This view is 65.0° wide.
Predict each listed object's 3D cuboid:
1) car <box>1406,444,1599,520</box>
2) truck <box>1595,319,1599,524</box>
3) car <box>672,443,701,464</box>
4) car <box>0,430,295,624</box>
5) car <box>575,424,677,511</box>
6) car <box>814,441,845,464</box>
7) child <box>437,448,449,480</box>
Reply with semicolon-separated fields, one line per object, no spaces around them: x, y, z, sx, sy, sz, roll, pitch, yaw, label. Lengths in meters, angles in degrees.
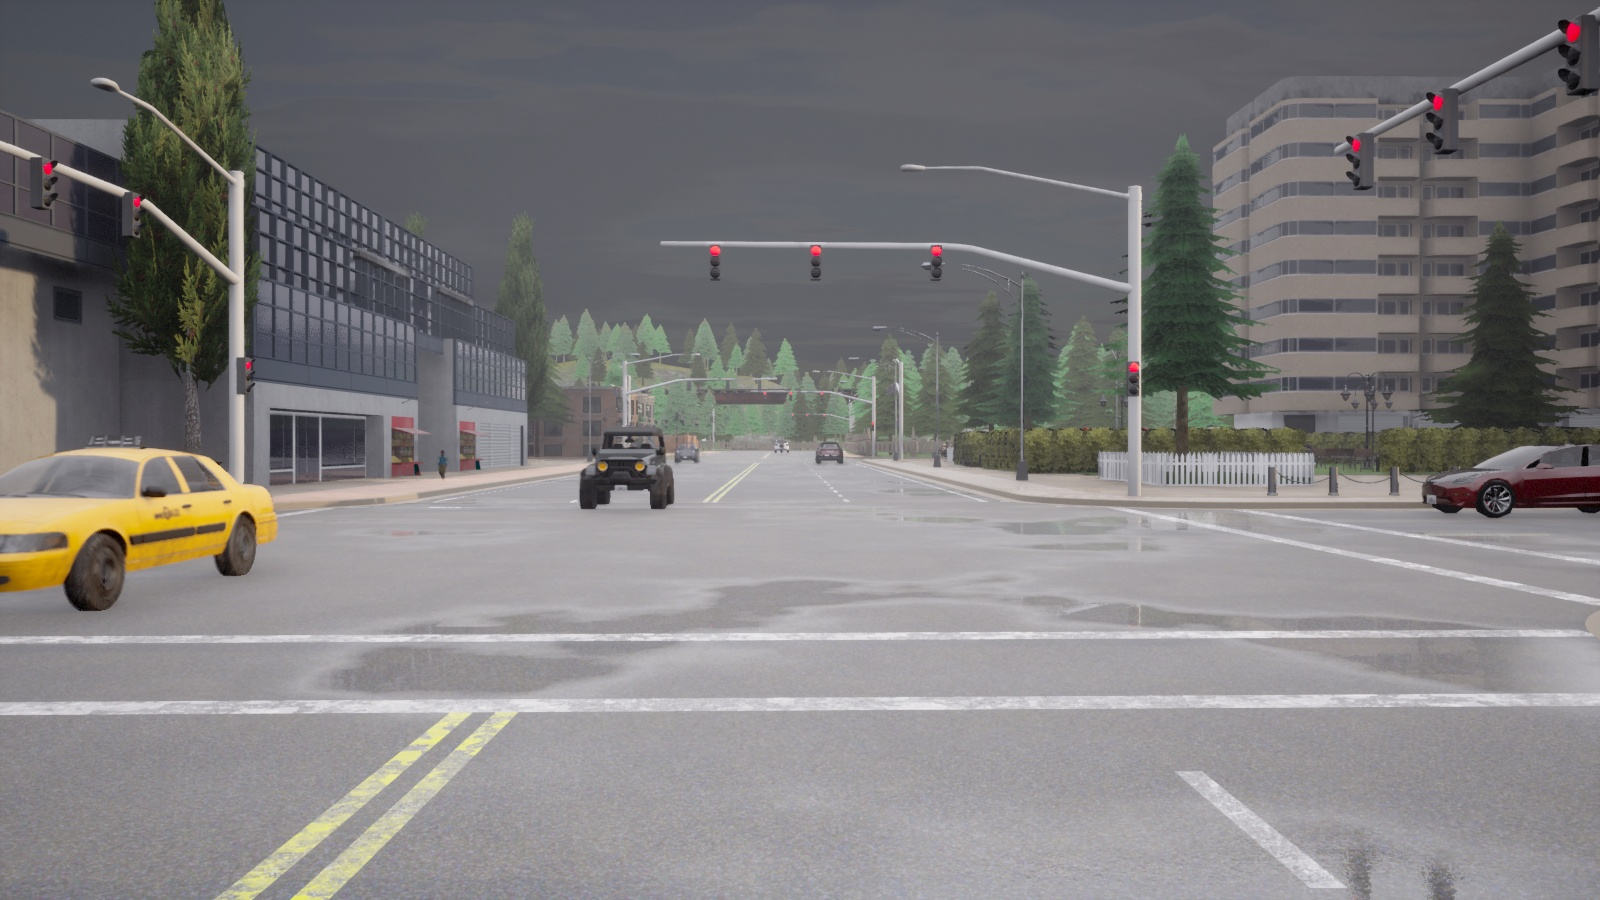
15.302;0.614;25.652;4.792;1.488;2.163;0;0;-1;car
19.204;-0.528;22.210;8.468;3.827;2.891;0;0;-1;truck
-8.421;0.226;93.556;1.845;1.501;3.633;0;0;-1;car
-7.105;0.607;12.865;1.801;1.575;5.366;0;0;-1;car
-3.979;0.374;29.254;1.905;1.878;3.866;0;0;-1;car
2.115;0.165;90.991;2.033;1.649;4.856;0;0;-1;car
-13.302;0.510;46.751;0.343;1.192;0.448;0;0;-3;child
